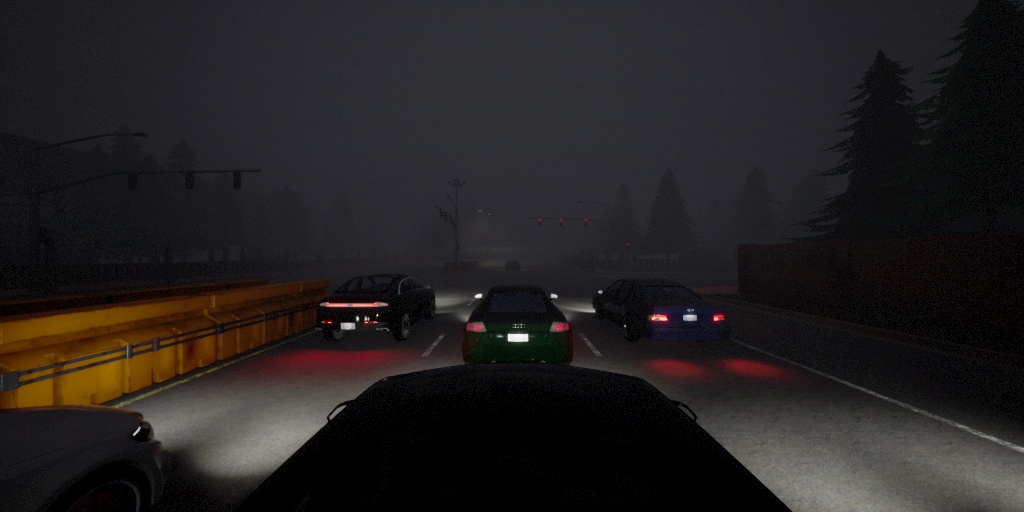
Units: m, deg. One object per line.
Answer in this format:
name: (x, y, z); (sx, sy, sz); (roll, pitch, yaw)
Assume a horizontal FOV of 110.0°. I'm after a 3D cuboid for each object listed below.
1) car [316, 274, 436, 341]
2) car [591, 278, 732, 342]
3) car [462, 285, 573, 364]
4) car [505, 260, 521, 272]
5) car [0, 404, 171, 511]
car: (-3.399, 1.241, 9.857); (2.128, 1.511, 4.902); (0, 0, 0)
car: (3.600, 1.297, 9.763); (2.033, 1.411, 5.357); (0, 0, 0)
car: (0.099, 1.314, 7.906); (1.994, 1.385, 4.181); (0, 0, 0)
car: (0.101, 1.228, 46.033); (1.882, 1.535, 5.008); (0, 0, 0)
car: (-3.403, 1.276, 0.621); (1.812, 1.442, 4.674); (0, 0, 0)
